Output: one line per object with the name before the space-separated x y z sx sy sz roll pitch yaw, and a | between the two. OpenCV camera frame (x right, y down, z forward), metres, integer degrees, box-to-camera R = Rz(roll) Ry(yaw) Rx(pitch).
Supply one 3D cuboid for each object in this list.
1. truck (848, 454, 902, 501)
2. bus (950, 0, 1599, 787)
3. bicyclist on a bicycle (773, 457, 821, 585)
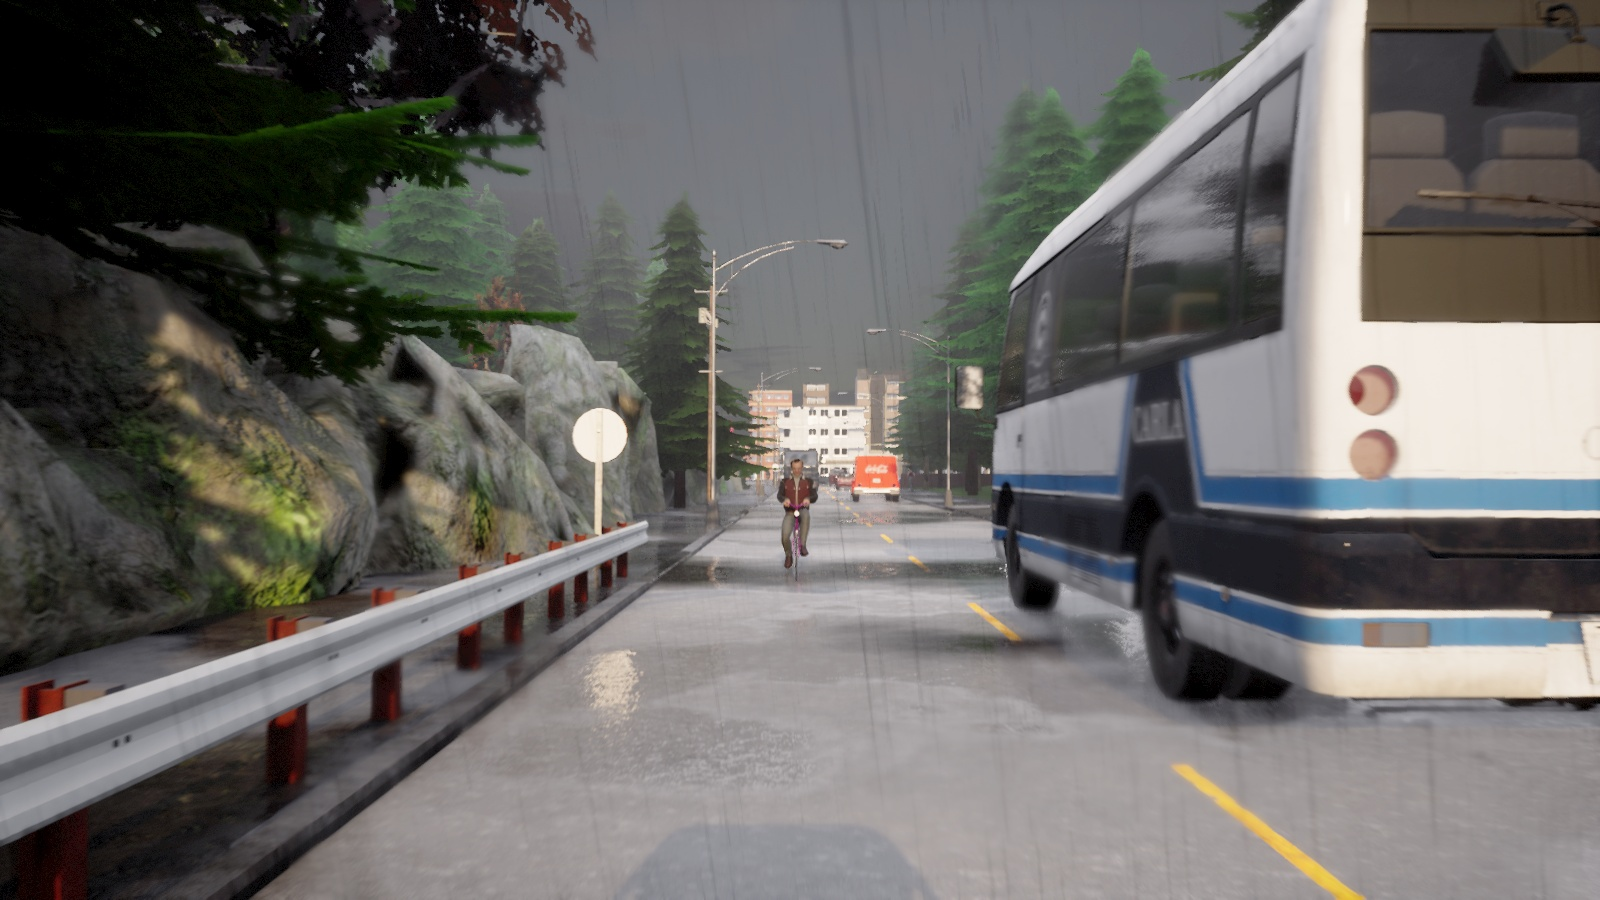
truck | 4.043 1.510 68.636 2.627 2.467 5.204 0 -1 0
bus | 3.966 -0.378 11.385 3.944 4.253 10.273 0 -1 0
bicyclist on a bicycle | -0.040 1.008 18.421 0.659 1.776 1.843 0 -1 0
